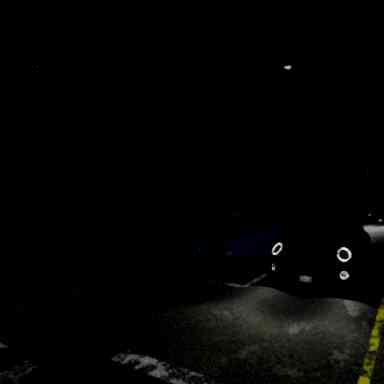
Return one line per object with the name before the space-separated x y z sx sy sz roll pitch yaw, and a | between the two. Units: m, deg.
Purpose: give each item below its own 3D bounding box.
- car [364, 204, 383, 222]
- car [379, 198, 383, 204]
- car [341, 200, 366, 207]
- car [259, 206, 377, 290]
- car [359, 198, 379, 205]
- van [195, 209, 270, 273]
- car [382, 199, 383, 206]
car | 15.903 1.910 27.793 1.895 1.301 4.718 -1 -1 34
car | 32.214 1.969 57.176 2.192 1.841 5.009 0 -1 33
car | 13.883 1.778 29.457 1.967 1.590 4.097 0 -1 33
car | 3.872 1.463 9.634 2.097 1.767 4.553 -1 -1 34
car | 19.993 1.757 38.698 2.192 1.841 5.009 0 -1 33
van | 1.663 1.474 10.980 1.690 1.788 3.998 0 -1 33
car | 44.435 2.313 75.652 1.967 1.590 4.097 0 -1 33
